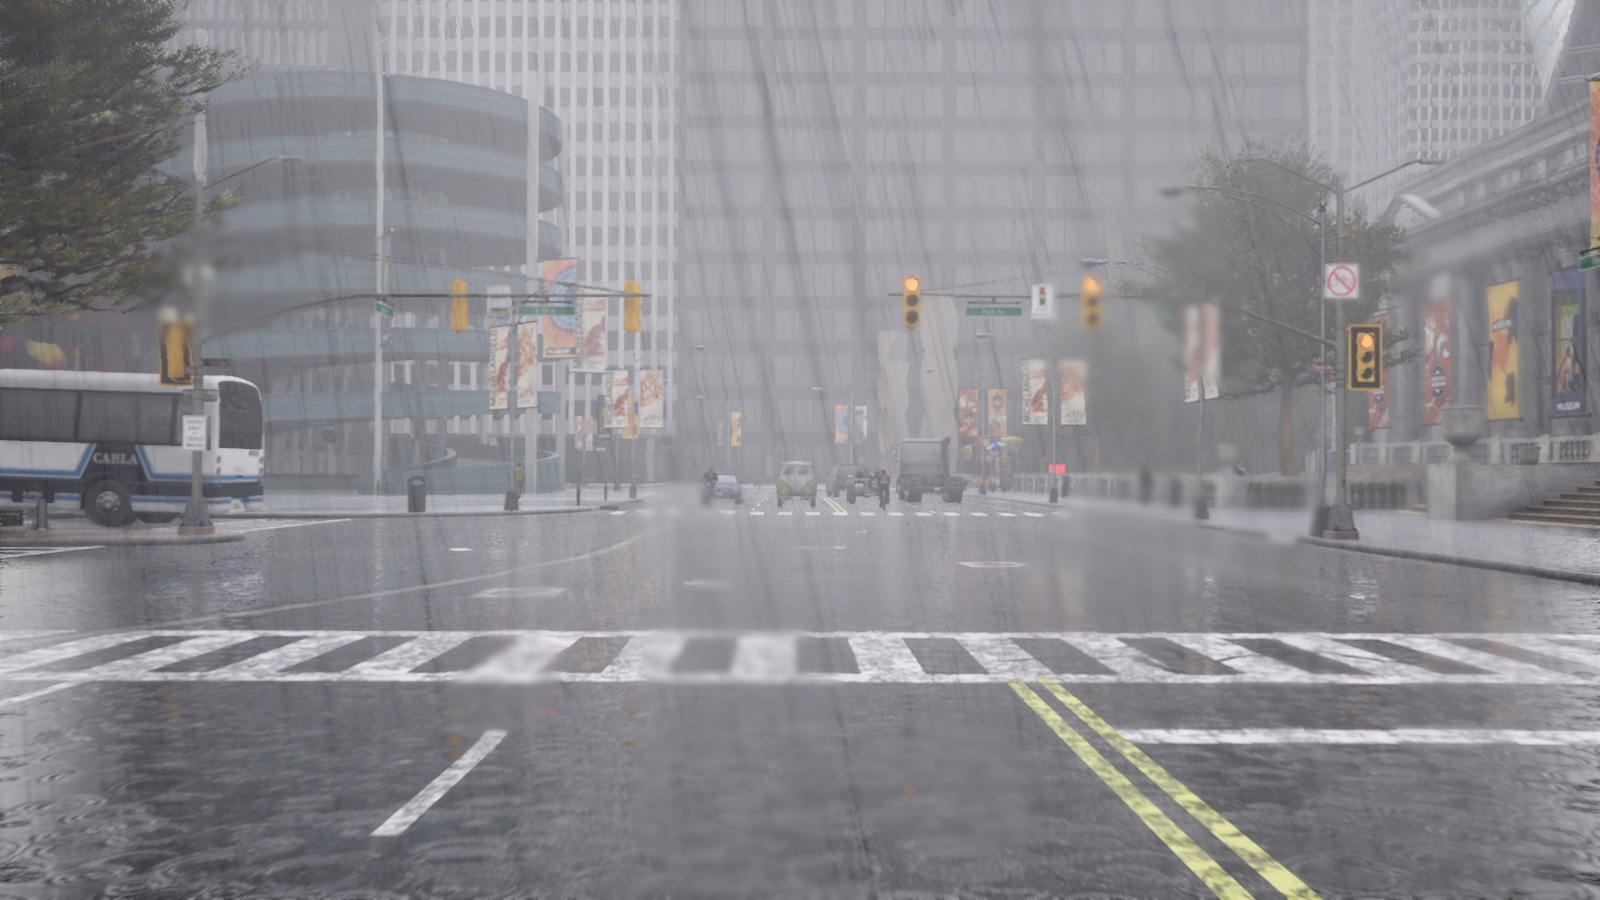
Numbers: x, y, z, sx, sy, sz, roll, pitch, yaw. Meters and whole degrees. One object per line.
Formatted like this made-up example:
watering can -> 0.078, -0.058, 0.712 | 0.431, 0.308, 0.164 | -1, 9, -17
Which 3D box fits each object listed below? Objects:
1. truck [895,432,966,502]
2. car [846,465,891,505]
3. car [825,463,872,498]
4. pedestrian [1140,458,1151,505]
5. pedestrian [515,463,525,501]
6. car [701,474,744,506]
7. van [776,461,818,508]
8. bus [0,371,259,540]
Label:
truck -> 6.796, 0.933, 66.407 | 2.891, 3.462, 7.936 | 0, -1, 0
car -> 3.315, 1.661, 61.359 | 1.932, 1.855, 4.605 | 0, 0, 0
car -> 2.894, 1.817, 76.338 | 2.150, 2.045, 5.566 | 0, -1, -6
pedestrian -> 14.307, 1.296, 51.990 | 0.395, 1.930, 0.692 | 0, -1, 11
pedestrian -> -13.604, 1.561, 60.978 | 0.431, 1.840, 0.709 | 0, -1, -8
car -> -3.657, 1.875, 60.077 | 1.812, 1.442, 4.674 | 0, -1, 0
van -> -0.135, 1.510, 55.436 | 1.775, 1.987, 4.442 | 0, -1, 0
bus -> -20.966, 0.110, 34.612 | 10.273, 4.253, 3.944 | 1, -1, 0
